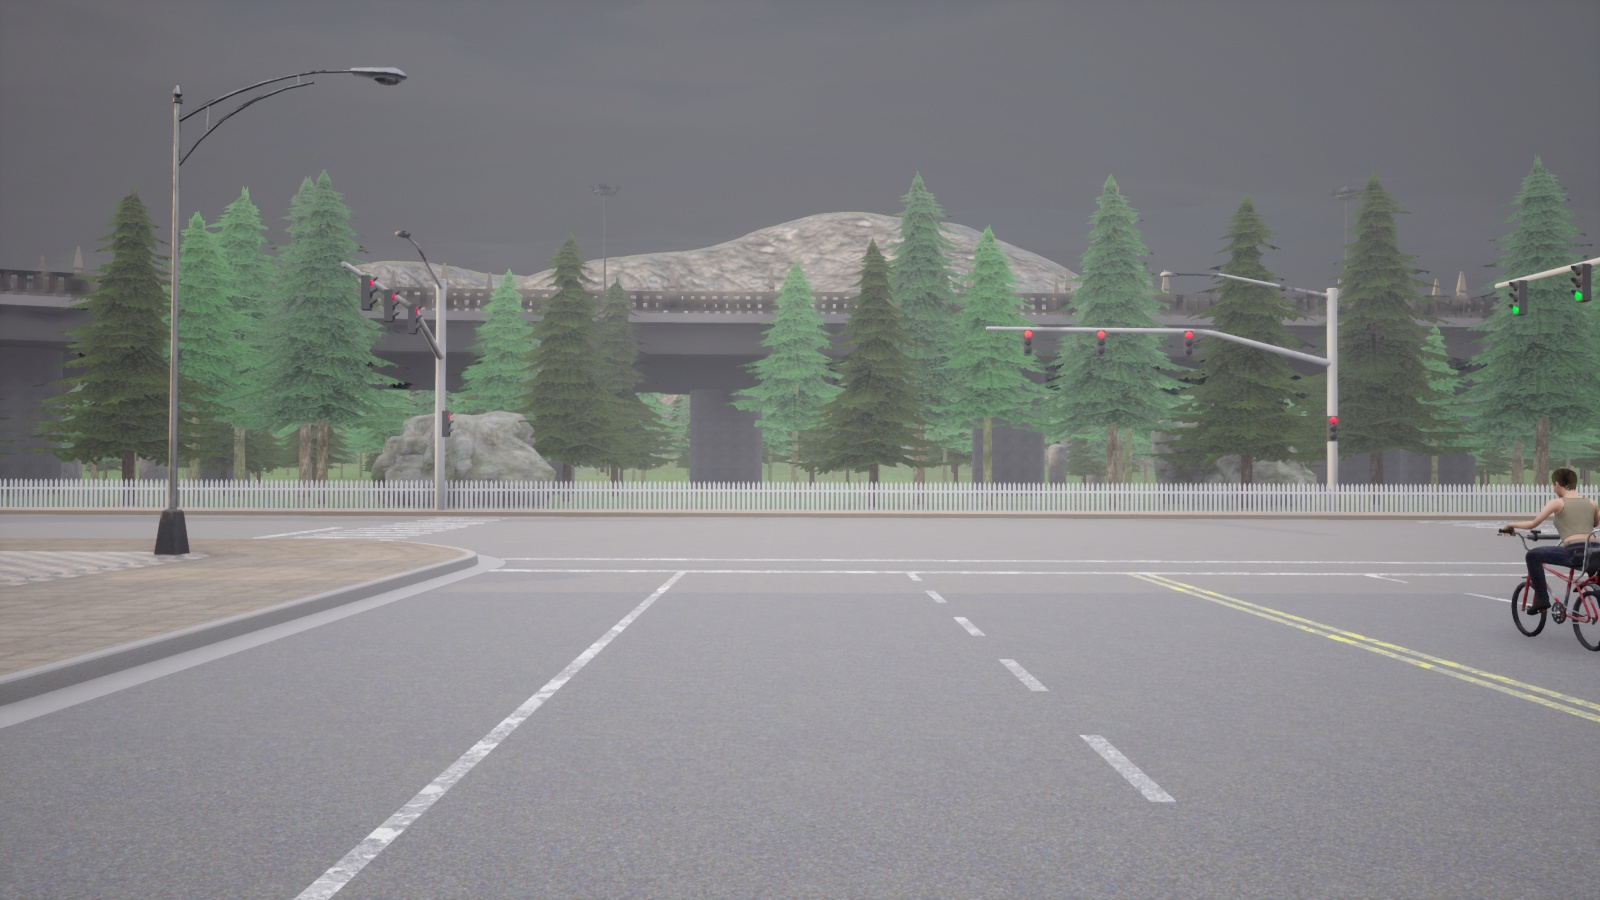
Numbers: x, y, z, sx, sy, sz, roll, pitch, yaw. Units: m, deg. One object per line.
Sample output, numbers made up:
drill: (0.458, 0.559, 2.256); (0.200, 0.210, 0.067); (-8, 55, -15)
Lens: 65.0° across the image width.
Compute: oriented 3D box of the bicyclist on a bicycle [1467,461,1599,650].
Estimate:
bicyclist on a bicycle: (6.975, 0.916, 11.527); (0.866, 1.612, 1.509); (0, -1, 0)
